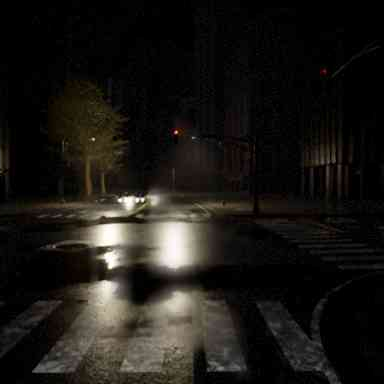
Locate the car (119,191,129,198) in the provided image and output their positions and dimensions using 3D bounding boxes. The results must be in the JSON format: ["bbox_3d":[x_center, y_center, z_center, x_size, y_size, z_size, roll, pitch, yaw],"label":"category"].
[{"bbox_3d":[-13.719,0.450,66.897,2.128,1.511,4.902,0,1,-9],"label":"car"}]

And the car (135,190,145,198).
[{"bbox_3d":[-10.508,0.435,67.396,2.128,1.511,4.902,0,1,-9],"label":"car"}]
